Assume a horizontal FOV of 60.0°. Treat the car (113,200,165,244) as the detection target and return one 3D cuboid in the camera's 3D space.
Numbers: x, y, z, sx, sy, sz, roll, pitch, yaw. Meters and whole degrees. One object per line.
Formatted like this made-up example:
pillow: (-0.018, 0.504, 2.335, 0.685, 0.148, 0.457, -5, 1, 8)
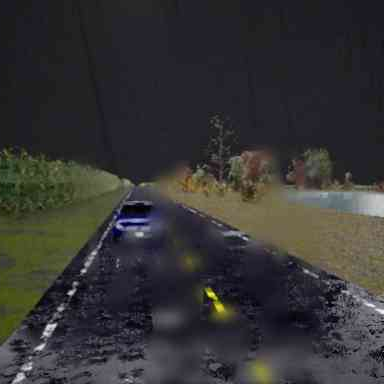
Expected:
car: (-2.143, 1.074, 13.423, 1.812, 1.442, 4.674, 0, 2, -9)
